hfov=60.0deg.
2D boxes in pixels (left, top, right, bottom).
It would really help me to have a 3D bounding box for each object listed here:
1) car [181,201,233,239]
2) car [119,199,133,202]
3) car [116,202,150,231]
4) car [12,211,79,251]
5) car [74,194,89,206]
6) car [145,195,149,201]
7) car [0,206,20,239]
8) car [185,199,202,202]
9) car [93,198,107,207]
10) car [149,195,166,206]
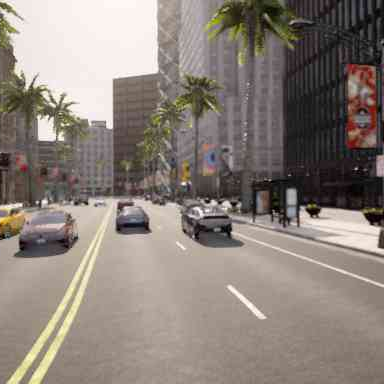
[{"bbox_3d":[0.631,1.473,17.203,2.128,1.511,4.902,-1,0,-12],"label":"car"},{"bbox_3d":[-7.604,1.527,38.319,1.882,1.535,5.008,-1,0,-13],"label":"car"},{"bbox_3d":[-3.804,1.587,21.178,1.994,1.385,4.181,-1,0,-12],"label":"car"},{"bbox_3d":[-6.117,1.577,14.644,1.812,1.442,4.674,-1,0,-13],"label":"car"},{"bbox_3d":[-19.400,1.378,58.528,2.150,2.045,5.566,-1,0,-12],"label":"car"},{"bbox_3d":[-10.755,1.563,83.775,2.161,1.482,4.786,-1,0,-13],"label":"car"},{"bbox_3d":[-10.432,1.570,17.913,1.882,1.535,5.008,-1,0,-13],"label":"car"},{"bbox_3d":[0.089,1.457,33.629,2.231,1.521,4.892,-1,0,-13],"label":"car"},{"bbox_3d":[-14.855,1.637,54.043,1.812,1.442,4.674,-1,0,-12],"label":"car"},{"bbox_3d":[-6.289,1.374,62.303,2.185,1.767,4.553,-1,0,-13],"label":"car"}]
